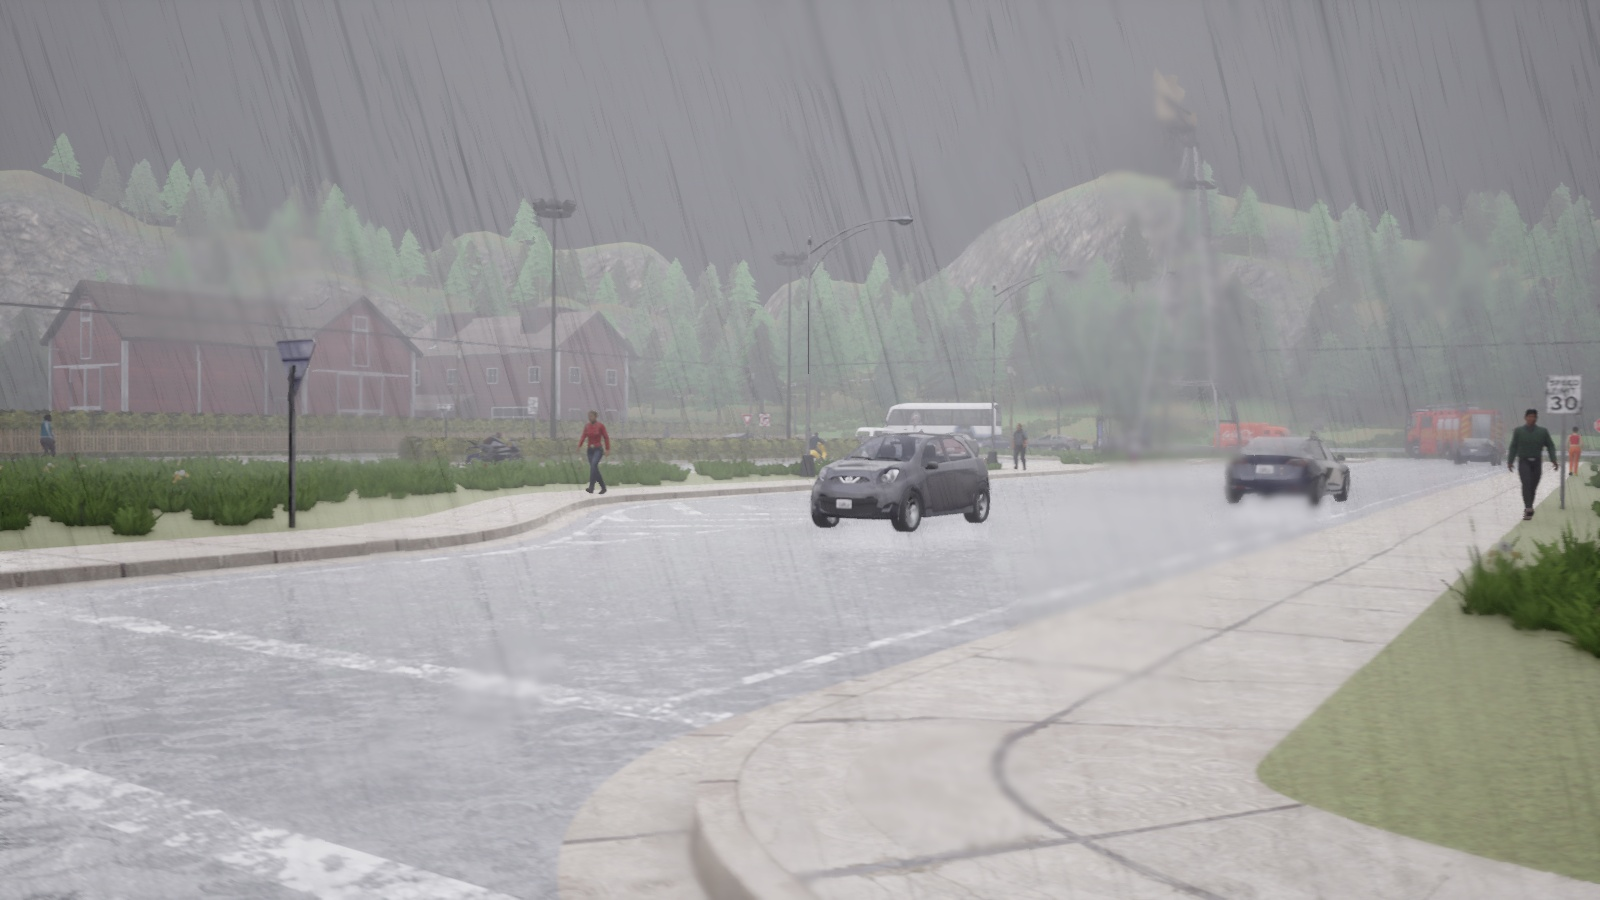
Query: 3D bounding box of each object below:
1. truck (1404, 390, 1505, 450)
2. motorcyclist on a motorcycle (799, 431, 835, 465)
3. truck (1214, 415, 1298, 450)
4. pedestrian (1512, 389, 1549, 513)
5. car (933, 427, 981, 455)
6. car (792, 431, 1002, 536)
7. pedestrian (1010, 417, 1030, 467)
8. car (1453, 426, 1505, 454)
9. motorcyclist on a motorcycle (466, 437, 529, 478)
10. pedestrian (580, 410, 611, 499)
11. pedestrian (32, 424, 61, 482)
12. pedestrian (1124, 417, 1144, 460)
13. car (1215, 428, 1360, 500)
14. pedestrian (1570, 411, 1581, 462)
[{"bbox_3d":[44.364,-1.987,85.412,2.891,3.827,8.468,0,1,3],"label":"truck"},{"bbox_3d":[0.812,-0.096,60.398,0.866,1.590,1.817,0,1,33],"label":"motorcyclist on a motorcycle"},{"bbox_3d":[32.812,-1.252,90.475,5.204,2.467,2.627,0,1,34],"label":"truck"},{"bbox_3d":[11.703,0.008,20.128,0.423,1.949,0.788,0,1,24],"label":"pedestrian"},{"bbox_3d":[9.554,-0.560,75.937,2.152,1.651,5.027,0,1,16],"label":"car"},{"bbox_3d":[1.644,0.470,20.190,1.845,1.501,3.633,0,1,33],"label":"car"},{"bbox_3d":[8.288,-0.305,47.344,0.540,1.848,0.694,0,1,31],"label":"pedestrian"},{"bbox_3d":[38.094,-0.564,70.401,2.163,1.488,4.792,0,1,33],"label":"car"},{"bbox_3d":[-11.443,0.277,47.530,2.191,1.530,0.866,-1,0,-6],"label":"motorcyclist on a motorcycle"},{"bbox_3d":[-4.275,0.095,26.295,0.331,1.846,0.636,0,1,21],"label":"pedestrian"},{"bbox_3d":[-25.329,0.110,42.216,0.396,1.930,0.692,0,1,32],"label":"pedestrian"},{"bbox_3d":[15.281,-0.506,57.453,0.659,1.952,0.873,0,1,30],"label":"pedestrian"},{"bbox_3d":[11.148,0.251,28.498,2.163,1.488,4.792,0,1,33],"label":"car"},{"bbox_3d":[28.511,-0.500,46.186,0.345,1.836,0.594,0,1,31],"label":"pedestrian"}]
